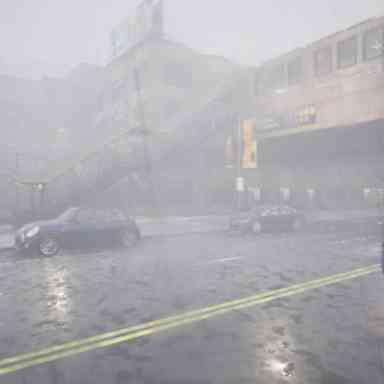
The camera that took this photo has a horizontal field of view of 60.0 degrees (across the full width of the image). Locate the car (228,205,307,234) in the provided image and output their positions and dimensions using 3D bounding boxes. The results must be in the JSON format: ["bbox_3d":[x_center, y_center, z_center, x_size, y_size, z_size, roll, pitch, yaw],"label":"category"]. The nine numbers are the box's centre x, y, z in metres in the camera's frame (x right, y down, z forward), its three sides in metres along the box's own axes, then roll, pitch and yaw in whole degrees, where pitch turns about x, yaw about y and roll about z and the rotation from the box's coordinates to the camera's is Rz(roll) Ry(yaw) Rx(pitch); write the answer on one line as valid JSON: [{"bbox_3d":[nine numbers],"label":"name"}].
[{"bbox_3d":[4.424,1.505,19.310,4.892,1.521,2.231,0,0,-26],"label":"car"}]

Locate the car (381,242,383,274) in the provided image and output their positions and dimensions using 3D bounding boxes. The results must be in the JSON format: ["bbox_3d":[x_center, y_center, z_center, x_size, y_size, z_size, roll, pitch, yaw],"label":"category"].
[{"bbox_3d":[6.915,1.495,8.710,5.008,1.535,1.882,0,0,-35],"label":"car"}]

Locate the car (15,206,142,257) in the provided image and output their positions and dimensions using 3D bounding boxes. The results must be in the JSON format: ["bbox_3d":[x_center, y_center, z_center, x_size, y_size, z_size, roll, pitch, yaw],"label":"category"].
[{"bbox_3d":[-4.370,1.361,13.084,4.553,1.767,2.185,0,0,-36],"label":"car"}]
